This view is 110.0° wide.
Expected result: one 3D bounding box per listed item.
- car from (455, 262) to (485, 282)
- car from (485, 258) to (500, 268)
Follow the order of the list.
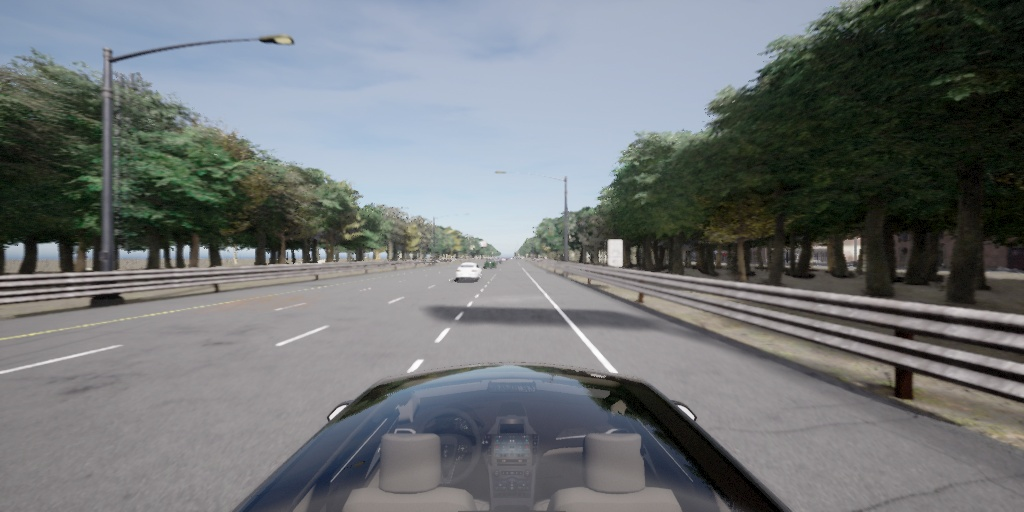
[{"bbox_3d":[-3.504,1.285,29.477,1.812,1.442,4.674,0,0,0],"label":"car"},{"bbox_3d":[-3.488,1.136,59.804,2.097,1.767,4.553,0,0,0],"label":"car"}]
